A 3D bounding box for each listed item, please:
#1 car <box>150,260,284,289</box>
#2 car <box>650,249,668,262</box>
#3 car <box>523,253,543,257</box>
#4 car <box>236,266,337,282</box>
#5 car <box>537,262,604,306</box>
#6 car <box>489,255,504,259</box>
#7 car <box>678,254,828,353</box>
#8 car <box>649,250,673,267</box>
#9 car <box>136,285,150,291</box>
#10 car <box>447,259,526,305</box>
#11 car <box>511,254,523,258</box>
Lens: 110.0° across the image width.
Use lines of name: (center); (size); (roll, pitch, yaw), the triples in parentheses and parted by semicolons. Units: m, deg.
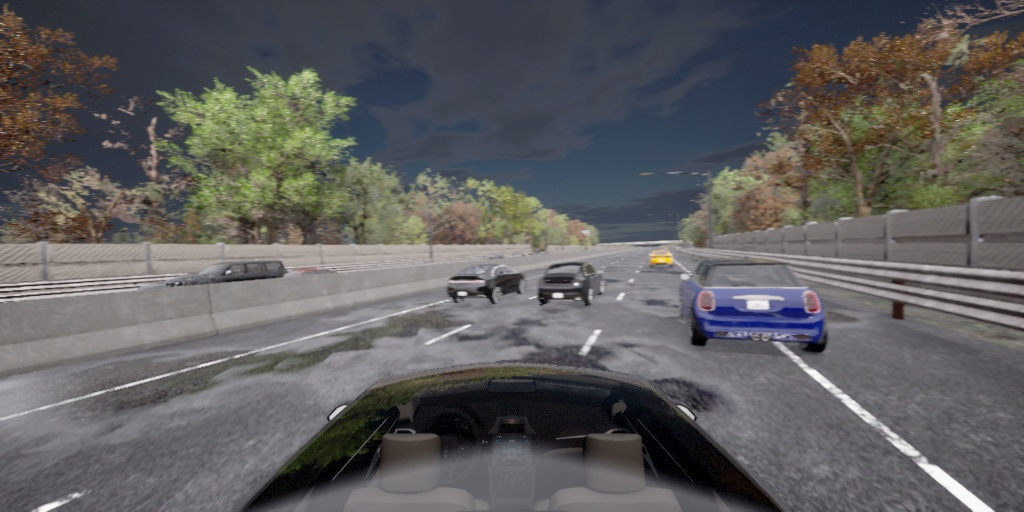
car: (-14.707, 1.302, 18.893); (2.150, 2.045, 5.566); (-2, 1, 22)
car: (18.545, -0.074, 45.282); (2.033, 1.411, 5.357); (-2, 1, 22)
car: (4.000, 0.292, 56.215); (2.128, 1.511, 4.902); (-2, 1, 22)
car: (-10.981, 1.412, 18.770); (1.882, 1.535, 5.008); (-2, 1, 22)
car: (2.396, 0.978, 14.005); (1.837, 1.490, 4.892); (-2, 1, 22)
car: (-2.631, 0.594, 58.452); (1.994, 1.385, 4.181); (-2, 1, 22)
car: (5.054, 0.804, 8.205); (2.097, 1.767, 4.553); (-2, 1, 22)
car: (14.108, 0.193, 34.003); (1.882, 1.535, 5.008); (-2, 1, 22)
car: (-17.907, 1.679, 20.286); (2.128, 1.511, 4.902); (-2, 1, 22)
car: (-0.896, 1.078, 15.190); (2.128, 1.511, 4.902); (-2, 1, 22)
car: (1.016, 0.417, 58.131); (1.812, 1.442, 4.674); (-2, 1, 22)
